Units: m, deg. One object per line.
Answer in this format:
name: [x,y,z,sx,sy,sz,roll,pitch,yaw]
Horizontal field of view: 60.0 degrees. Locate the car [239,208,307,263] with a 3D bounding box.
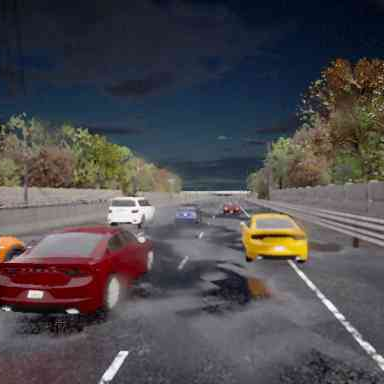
car: [2.864,1.557,12.334,1.882,1.535,5.008,0,0,6]

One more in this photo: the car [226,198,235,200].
car: [5.571,1.688,47.982,2.097,1.767,4.553,0,0,6]

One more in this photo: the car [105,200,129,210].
car: [-11.668,1.960,52.212,2.033,1.411,5.357,0,0,6]

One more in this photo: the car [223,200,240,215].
car: [4.527,1.864,38.028,1.895,1.301,4.718,0,0,7]

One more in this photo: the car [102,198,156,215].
car: [-4.093,1.400,23.373,2.150,2.045,5.566,0,0,6]

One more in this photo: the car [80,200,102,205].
car: [-15.215,2.020,51.950,1.895,1.301,4.718,0,0,6]

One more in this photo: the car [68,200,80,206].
car: [-18.489,2.009,54.116,1.994,1.385,4.181,0,0,6]

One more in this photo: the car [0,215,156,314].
car: [-2.280,1.537,7.886,1.882,1.535,5.008,0,0,6]

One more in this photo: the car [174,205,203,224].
car: [-0.196,1.740,26.761,2.033,1.411,5.357,0,0,6]
